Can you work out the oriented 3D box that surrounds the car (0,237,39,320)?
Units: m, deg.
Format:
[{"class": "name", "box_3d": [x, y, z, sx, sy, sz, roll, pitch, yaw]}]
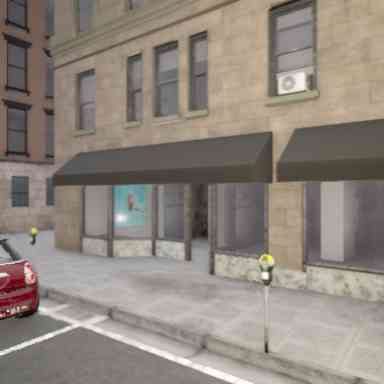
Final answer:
[{"class": "car", "box_3d": [-4.688, 1.443, 6.156, 4.097, 1.590, 1.967, 0, 0, 36]}]
